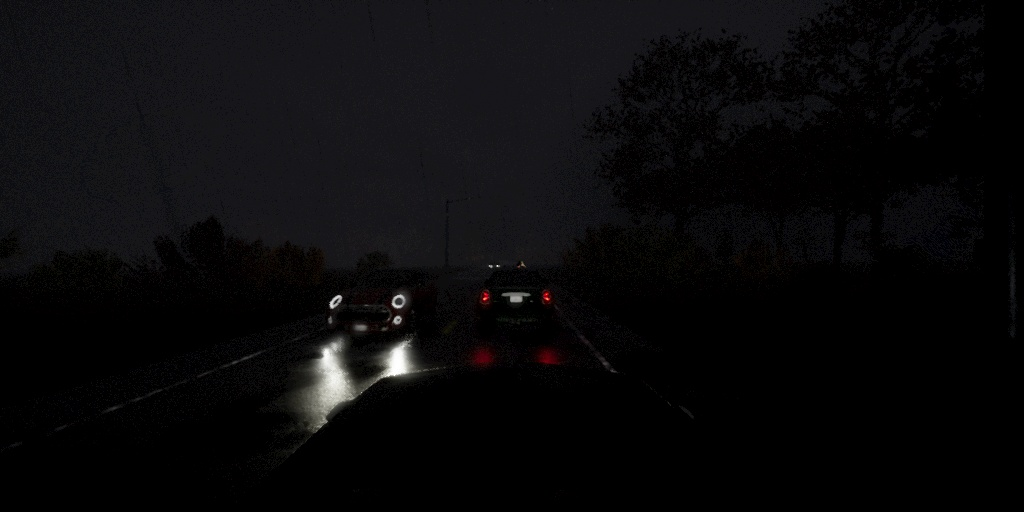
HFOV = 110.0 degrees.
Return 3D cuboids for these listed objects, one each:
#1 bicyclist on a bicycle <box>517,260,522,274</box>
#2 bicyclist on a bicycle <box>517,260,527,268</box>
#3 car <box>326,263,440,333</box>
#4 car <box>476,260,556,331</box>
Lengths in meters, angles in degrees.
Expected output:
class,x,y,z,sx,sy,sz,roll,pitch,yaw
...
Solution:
class,x,y,z,sx,sy,sz,roll,pitch,yaw
bicyclist on a bicycle,0.855,1.345,42.872,0.582,1.620,1.656,0,0,0
bicyclist on a bicycle,0.911,1.293,32.755,0.866,1.612,1.509,0,0,0
car,-3.600,1.133,10.801,2.097,1.767,4.553,0,0,0
car,0.100,1.134,11.269,2.097,1.767,4.553,0,0,0
